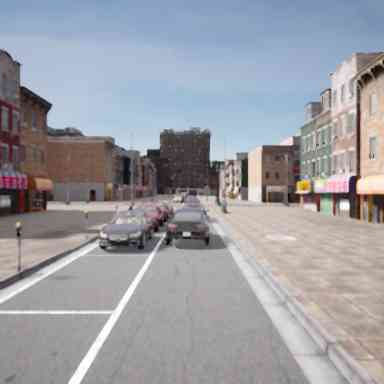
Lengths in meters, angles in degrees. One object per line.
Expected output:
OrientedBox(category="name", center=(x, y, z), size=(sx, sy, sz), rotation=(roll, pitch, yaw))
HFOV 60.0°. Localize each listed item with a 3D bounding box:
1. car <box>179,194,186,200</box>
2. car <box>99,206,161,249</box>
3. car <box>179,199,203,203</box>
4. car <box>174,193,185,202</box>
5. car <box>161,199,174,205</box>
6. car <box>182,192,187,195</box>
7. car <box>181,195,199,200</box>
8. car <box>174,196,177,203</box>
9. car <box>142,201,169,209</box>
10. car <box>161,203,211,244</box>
OrientedBox(category="car", center=(-2.632, 1.274, 89.521), size=(1.752, 1.417, 4.829), rotation=(0, 0, 0))
OrientedBox(category="car", center=(-2.632, 1.483, 14.032), size=(2.008, 1.369, 4.403), rotation=(0, 0, 0))
OrientedBox(category="car", center=(0.094, 1.487, 25.732), size=(1.895, 1.301, 4.718), rotation=(0, 0, 0))
OrientedBox(category="car", center=(-2.632, 1.312, 62.301), size=(1.752, 1.417, 4.829), rotation=(0, 0, 0))
OrientedBox(category="car", center=(-2.632, 1.433, 25.020), size=(1.887, 1.381, 4.507), rotation=(0, 0, 0))
OrientedBox(category="car", center=(-2.631, 1.091, 67.914), size=(2.192, 1.841, 5.009), rotation=(0, 0, 0))
OrientedBox(category="car", center=(0.114, 1.354, 37.061), size=(1.837, 1.490, 4.892), rotation=(0, 0, 2))
OrientedBox(category="car", center=(-2.632, 1.395, 30.344), size=(1.752, 1.417, 4.829), rotation=(0, 0, 0))
OrientedBox(category="car", center=(-2.632, 1.454, 19.525), size=(1.887, 1.381, 4.507), rotation=(0, 0, 0))
OrientedBox(category="car", center=(-0.131, 1.453, 15.191), size=(1.812, 1.442, 4.674), rotation=(0, 0, 2))
